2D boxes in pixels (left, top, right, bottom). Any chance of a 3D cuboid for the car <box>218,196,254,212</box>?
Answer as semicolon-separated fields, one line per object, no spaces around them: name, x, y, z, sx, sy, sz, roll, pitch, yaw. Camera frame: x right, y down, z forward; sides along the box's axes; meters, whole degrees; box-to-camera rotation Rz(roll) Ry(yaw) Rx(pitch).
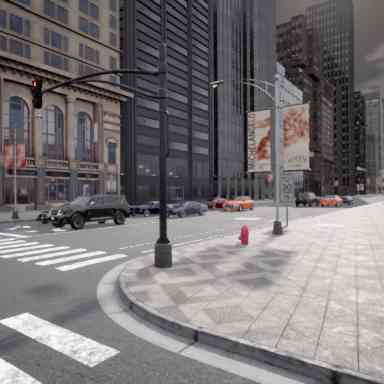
car;5.359;1.264;38.211;2.097;1.767;4.553;-1;0;36

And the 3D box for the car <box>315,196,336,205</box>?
car;22.869;1.396;56.918;2.033;1.411;5.357;-1;0;35

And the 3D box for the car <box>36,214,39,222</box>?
car;-8.859;1.549;23.876;1.994;1.385;4.181;-1;0;35

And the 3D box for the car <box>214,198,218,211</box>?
car;2.811;1.414;40.265;1.882;1.535;5.008;-1;0;36

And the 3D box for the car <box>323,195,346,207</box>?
car;19.914;1.187;47.162;2.097;1.767;4.553;-1;0;36

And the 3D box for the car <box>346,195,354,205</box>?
car;25.299;1.330;54.727;1.837;1.490;4.892;-1;0;35

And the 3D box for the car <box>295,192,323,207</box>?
car;16.776;1.081;48.362;2.150;2.045;5.566;-1;0;36

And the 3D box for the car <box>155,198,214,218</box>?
car;-0.558;1.484;29.938;2.033;1.411;5.357;-1;0;35

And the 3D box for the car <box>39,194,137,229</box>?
car;-6.503;1.185;21.587;2.150;2.045;5.566;-1;0;35

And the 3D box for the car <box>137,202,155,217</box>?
car;-3.786;1.564;31.008;1.895;1.301;4.718;-1;0;35
